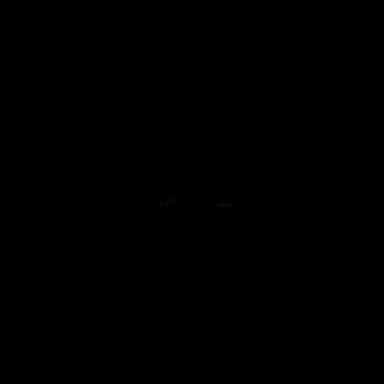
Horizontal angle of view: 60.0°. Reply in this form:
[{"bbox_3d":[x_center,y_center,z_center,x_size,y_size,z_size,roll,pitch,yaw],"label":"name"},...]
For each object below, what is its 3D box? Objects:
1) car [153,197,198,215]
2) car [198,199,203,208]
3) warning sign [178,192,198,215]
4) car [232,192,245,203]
[{"bbox_3d":[-1.709,1.282,32.095,1.882,1.535,5.008,0,1,31],"label":"car"},{"bbox_3d":[-0.591,1.282,41.010,2.033,1.411,5.357,0,1,32],"label":"car"},{"bbox_3d":[-0.336,0.950,27.673,1.300,1.860,1.060,0,0,31],"label":"warning sign"},{"bbox_3d":[8.735,0.814,55.732,2.150,2.045,5.566,0,1,33],"label":"car"}]
